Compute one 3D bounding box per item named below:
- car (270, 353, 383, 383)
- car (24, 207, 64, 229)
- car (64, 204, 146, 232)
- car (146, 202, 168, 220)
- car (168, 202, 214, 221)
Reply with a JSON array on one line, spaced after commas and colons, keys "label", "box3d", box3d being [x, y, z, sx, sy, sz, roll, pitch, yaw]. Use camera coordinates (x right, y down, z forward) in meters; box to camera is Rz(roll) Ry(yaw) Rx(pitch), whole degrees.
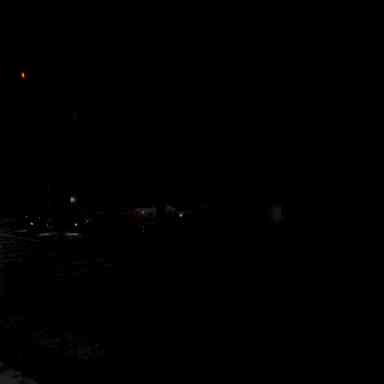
[{"label": "car", "box3d": [2.374, 1.545, 1.267, 4.507, 1.381, 1.887, 0, 1, 35]}, {"label": "car", "box3d": [-8.576, 1.653, 22.254, 1.895, 1.301, 4.718, 1, 0, 35]}, {"label": "car", "box3d": [-5.362, 1.633, 21.163, 1.812, 1.442, 4.674, 1, 0, 35]}, {"label": "car", "box3d": [-3.440, 1.654, 29.510, 1.812, 1.442, 4.674, 1, 0, 35]}, {"label": "car", "box3d": [0.502, 1.686, 29.452, 2.128, 1.511, 4.902, 1, 0, 35]}]
